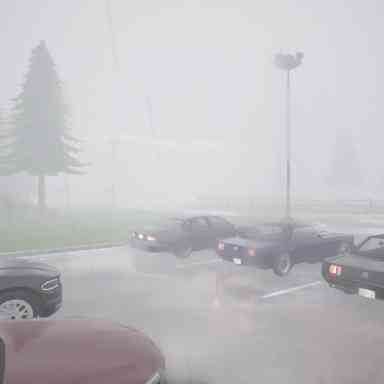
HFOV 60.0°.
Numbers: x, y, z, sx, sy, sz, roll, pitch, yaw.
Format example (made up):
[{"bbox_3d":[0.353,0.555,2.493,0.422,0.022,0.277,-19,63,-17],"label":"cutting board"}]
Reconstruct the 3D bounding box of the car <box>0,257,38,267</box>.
[{"bbox_3d":[-4.534,1.478,4.813,5.008,1.535,1.882,0,0,-36],"label":"car"}]

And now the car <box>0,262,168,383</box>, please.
[{"bbox_3d":[-2.327,1.526,2.086,4.674,1.442,1.812,0,0,-36],"label":"car"}]

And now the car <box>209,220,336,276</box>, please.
[{"bbox_3d":[3.059,1.602,10.343,4.718,1.301,1.895,0,0,-35],"label":"car"}]

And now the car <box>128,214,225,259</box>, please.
[{"bbox_3d":[0.314,1.548,12.694,5.357,1.411,2.033,0,0,-35],"label":"car"}]

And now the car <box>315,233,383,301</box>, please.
[{"bbox_3d":[5.079,1.602,7.484,4.718,1.301,1.895,0,0,-35],"label":"car"}]
